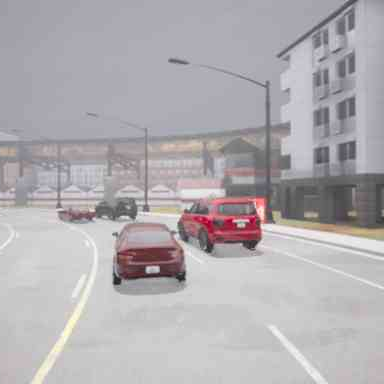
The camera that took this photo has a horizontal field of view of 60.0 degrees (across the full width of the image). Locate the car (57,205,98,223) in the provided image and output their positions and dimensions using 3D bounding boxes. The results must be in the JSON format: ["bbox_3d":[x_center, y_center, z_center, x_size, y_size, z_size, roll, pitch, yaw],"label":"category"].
[{"bbox_3d":[-10.092,1.866,28.676,1.895,1.301,4.718,0,-1,-37],"label":"car"}]

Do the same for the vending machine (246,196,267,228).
[{"bbox_3d":[4.396,1.347,22.618,1.100,2.100,0.880,0,0,-24],"label":"vending machine"}]

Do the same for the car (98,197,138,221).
[{"bbox_3d":[-6.964,1.484,30.321,2.150,2.045,5.566,0,-1,-36],"label":"car"}]

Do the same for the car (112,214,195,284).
[{"bbox_3d":[-1.358,1.607,9.814,1.812,1.442,4.674,0,0,-12],"label":"car"}]

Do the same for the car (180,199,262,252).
[{"bbox_3d":[1.013,1.328,14.677,2.150,2.045,5.566,0,-1,-17],"label":"car"}]
